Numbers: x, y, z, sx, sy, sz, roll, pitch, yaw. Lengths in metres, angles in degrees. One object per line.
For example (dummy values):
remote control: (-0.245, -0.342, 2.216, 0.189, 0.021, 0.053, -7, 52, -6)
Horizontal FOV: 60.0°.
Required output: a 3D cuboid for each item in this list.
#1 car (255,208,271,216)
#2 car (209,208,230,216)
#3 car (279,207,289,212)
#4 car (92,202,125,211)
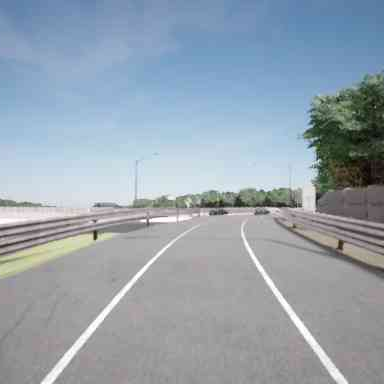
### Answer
car: (15.592, 4.287, 73.237, 2.097, 1.767, 4.553, -2, -4, 36)
car: (5.085, 3.703, 60.968, 1.812, 1.442, 4.674, -3, -5, 45)
car: (24.616, 5.044, 88.093, 2.150, 2.045, 5.566, -1, -4, 26)
car: (-11.373, 2.534, 47.079, 5.566, 2.045, 2.150, 3, -4, -35)
